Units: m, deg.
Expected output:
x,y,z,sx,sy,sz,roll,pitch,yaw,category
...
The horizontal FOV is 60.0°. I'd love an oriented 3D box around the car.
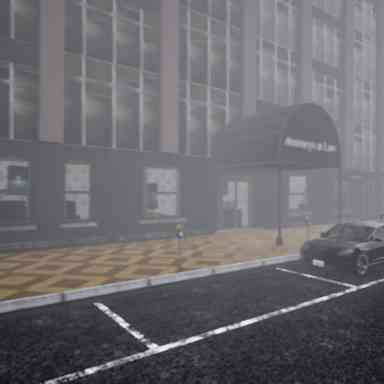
x,y,z,sx,sy,sz,roll,pitch,yaw,category
5.299,1.619,10.525,4.313,1.339,1.947,0,0,-36,car
